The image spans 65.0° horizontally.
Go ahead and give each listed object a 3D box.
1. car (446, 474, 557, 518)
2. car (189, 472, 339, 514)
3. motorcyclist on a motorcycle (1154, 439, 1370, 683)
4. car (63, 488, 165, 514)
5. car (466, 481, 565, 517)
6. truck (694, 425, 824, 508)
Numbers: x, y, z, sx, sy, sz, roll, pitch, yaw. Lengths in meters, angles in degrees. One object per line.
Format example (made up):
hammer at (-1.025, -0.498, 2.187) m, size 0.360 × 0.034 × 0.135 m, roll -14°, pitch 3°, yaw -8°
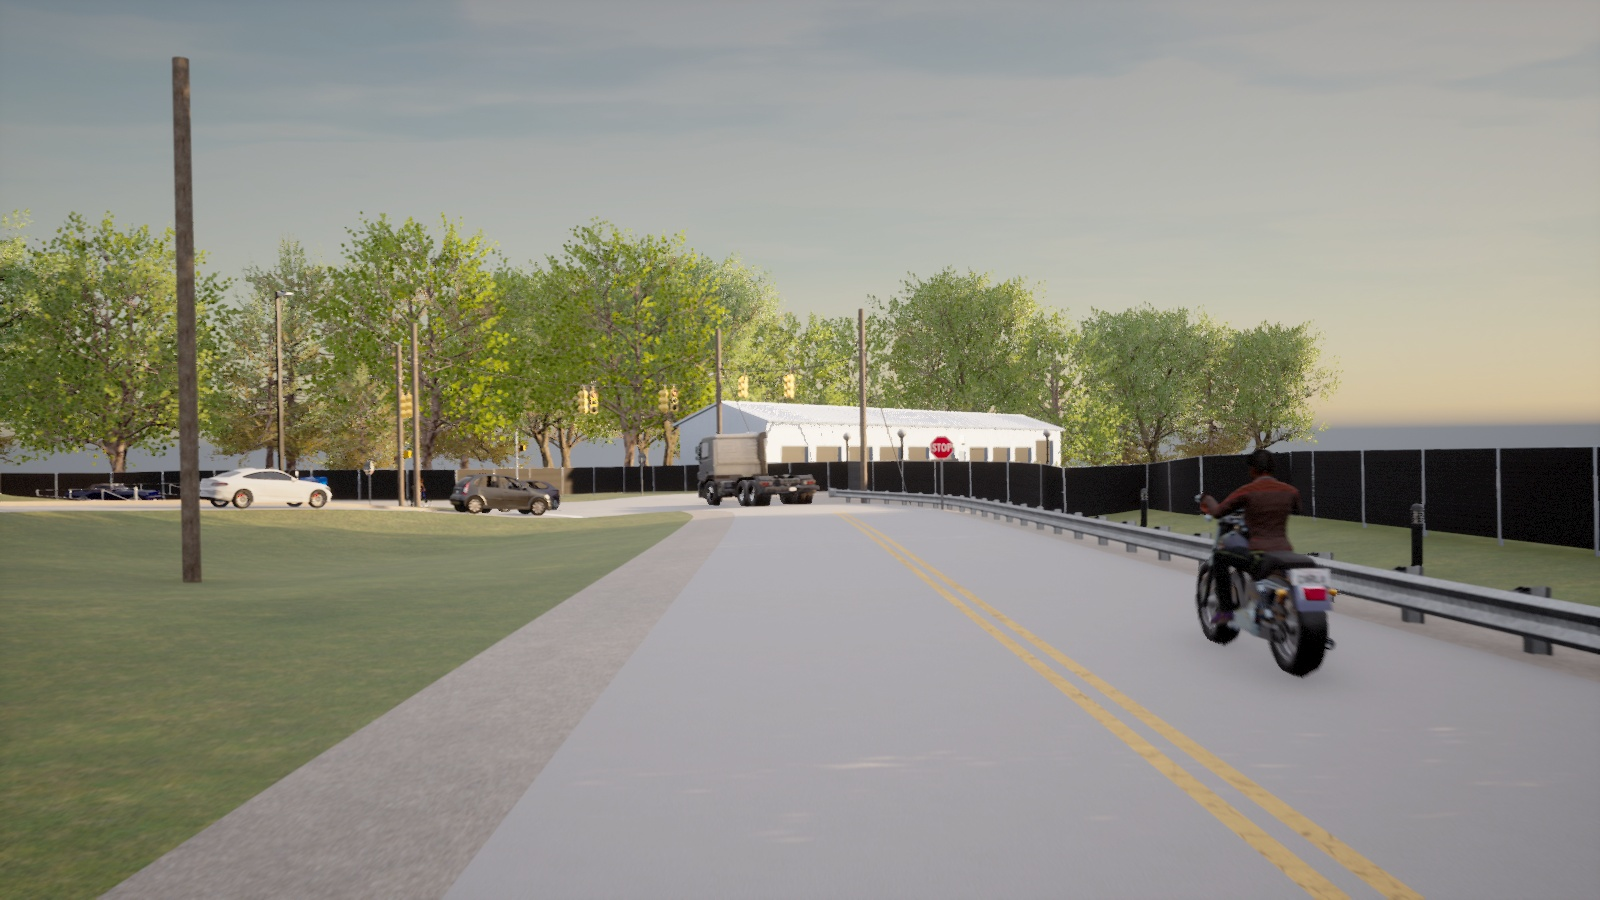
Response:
car at (-12.222, 1.894, 51.508) m, size 3.988 × 1.617 × 1.851 m, roll 3°, pitch -2°, yaw -33°
car at (-19.368, 1.556, 45.574) m, size 1.812 × 1.442 × 4.674 m, roll -1°, pitch -2°, yaw 39°
motorcyclist on a motorcycle at (3.489, 0.780, 9.760) m, size 0.766 × 1.649 × 2.350 m, roll -1°, pitch -1°, yaw 0°
car at (-39.214, 2.910, 71.882) m, size 4.718 × 1.301 × 1.895 m, roll -1°, pitch 1°, yaw -4°
car at (-13.145, 2.267, 58.202) m, size 1.816 × 1.474 × 4.193 m, roll -5°, pitch -3°, yaw 40°
truck at (-2.038, 0.831, 57.459) m, size 2.891 × 3.462 × 7.936 m, roll -2°, pitch -2°, yaw -25°
